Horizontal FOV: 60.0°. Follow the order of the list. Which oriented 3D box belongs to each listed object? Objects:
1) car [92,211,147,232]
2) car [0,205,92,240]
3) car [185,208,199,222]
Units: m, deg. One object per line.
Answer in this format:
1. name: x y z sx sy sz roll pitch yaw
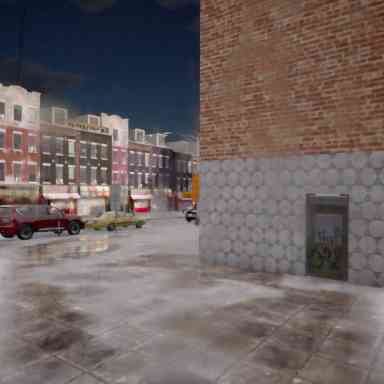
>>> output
1. car: -5.310 1.957 23.691 1.752 1.417 4.829 -1 -2 36
2. car: -8.646 1.642 19.055 2.192 1.841 5.009 -1 -2 36
3. car: 1.064 2.198 32.556 1.947 1.339 4.313 -1 -2 36
